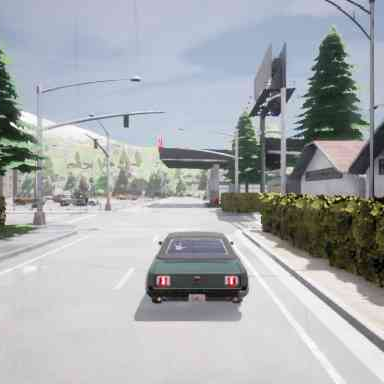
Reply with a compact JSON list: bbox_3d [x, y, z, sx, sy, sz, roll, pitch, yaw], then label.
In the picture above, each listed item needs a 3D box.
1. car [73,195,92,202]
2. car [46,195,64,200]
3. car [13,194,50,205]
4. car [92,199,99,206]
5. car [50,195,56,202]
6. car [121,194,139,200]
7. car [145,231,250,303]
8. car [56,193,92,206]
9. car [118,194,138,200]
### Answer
[{"bbox_3d":[-23.992,1.319,73.018,3.633,1.501,1.845,0,0,0],"label":"car"},{"bbox_3d":[-35.046,1.384,84.953,3.806,1.475,1.970,0,0,0],"label":"car"},{"bbox_3d":[-24.628,1.097,50.565,4.605,1.855,1.932,0,0,0],"label":"car"},{"bbox_3d":[-16.149,1.361,50.647,3.806,1.475,1.970,0,0,0],"label":"car"},{"bbox_3d":[-23.982,1.298,63.025,4.514,1.523,2.007,0,0,0],"label":"car"},{"bbox_3d":[-16.449,1.339,88.040,4.514,1.523,2.007,0,0,0],"label":"car"},{"bbox_3d":[0.100,1.601,8.130,1.895,1.301,4.718,0,0,0],"label":"car"},{"bbox_3d":[-16.743,1.077,47.319,3.866,1.878,1.905,0,0,0],"label":"car"},{"bbox_3d":[-16.380,1.330,84.904,5.027,1.636,2.152,0,0,0],"label":"car"}]
